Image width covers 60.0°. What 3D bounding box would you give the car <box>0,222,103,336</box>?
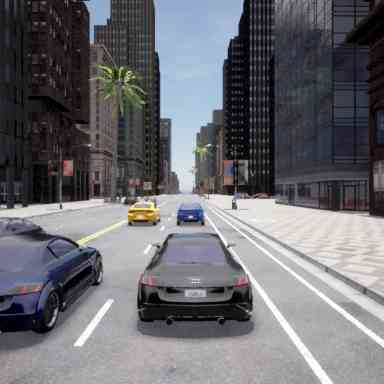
[{"bbox_3d":[-3.210,1.563,6.778,1.994,1.385,4.181,0,0,0],"label":"car"}]

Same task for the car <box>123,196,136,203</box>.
[{"bbox_3d":[-10.256,1.484,56.040,1.882,1.535,5.008,0,0,0],"label":"car"}]

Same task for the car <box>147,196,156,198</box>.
[{"bbox_3d":[-7.003,1.507,57.118,2.128,1.511,4.902,0,0,0],"label":"car"}]

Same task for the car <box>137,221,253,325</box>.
[{"bbox_3d":[0.036,1.563,7.230,1.994,1.385,4.181,0,0,0],"label":"car"}]

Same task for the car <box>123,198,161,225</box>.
[{"bbox_3d":[-3.361,1.477,24.008,1.882,1.535,5.008,0,0,0],"label":"car"}]

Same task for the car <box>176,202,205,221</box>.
[{"bbox_3d":[-0.110,1.477,24.034,1.882,1.535,5.008,0,0,-1],"label":"car"}]

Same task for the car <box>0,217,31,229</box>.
[{"bbox_3d":[-6.701,1.563,11.422,1.994,1.385,4.181,0,0,-1],"label":"car"}]
